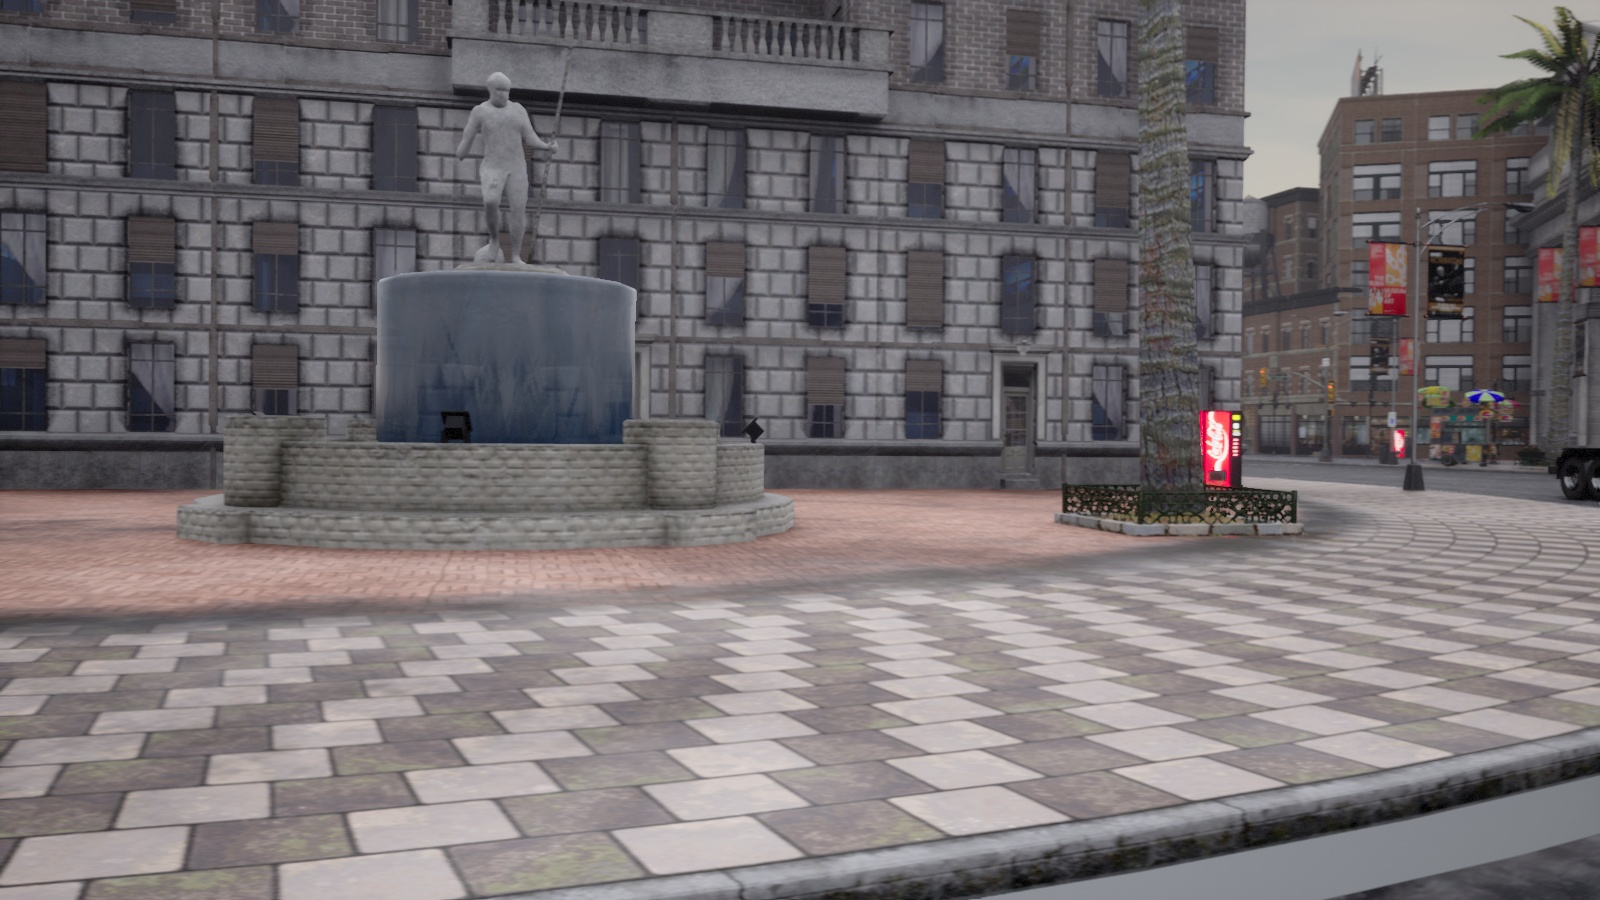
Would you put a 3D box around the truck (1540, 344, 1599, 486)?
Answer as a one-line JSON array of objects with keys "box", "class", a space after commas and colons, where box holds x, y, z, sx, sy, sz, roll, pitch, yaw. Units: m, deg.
[{"box": [20.977, -0.854, 29.307, 2.891, 3.462, 7.936, -1, 1, 1], "class": "truck"}]
